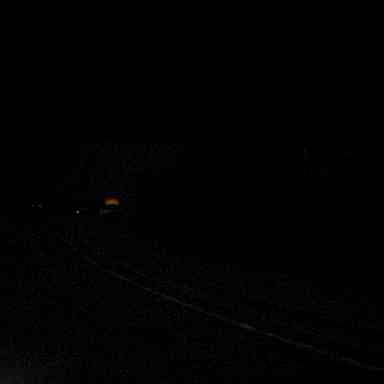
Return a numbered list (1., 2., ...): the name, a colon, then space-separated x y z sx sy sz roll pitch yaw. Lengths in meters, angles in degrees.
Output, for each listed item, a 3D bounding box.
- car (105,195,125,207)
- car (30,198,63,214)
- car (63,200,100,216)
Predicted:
1. car: -10.090 1.179 43.760 1.882 1.535 5.008 1 0 -2
2. car: -13.143 1.243 31.056 2.033 1.411 5.357 1 0 -2
3. car: -9.521 1.358 29.582 1.895 1.301 4.718 1 0 -3
